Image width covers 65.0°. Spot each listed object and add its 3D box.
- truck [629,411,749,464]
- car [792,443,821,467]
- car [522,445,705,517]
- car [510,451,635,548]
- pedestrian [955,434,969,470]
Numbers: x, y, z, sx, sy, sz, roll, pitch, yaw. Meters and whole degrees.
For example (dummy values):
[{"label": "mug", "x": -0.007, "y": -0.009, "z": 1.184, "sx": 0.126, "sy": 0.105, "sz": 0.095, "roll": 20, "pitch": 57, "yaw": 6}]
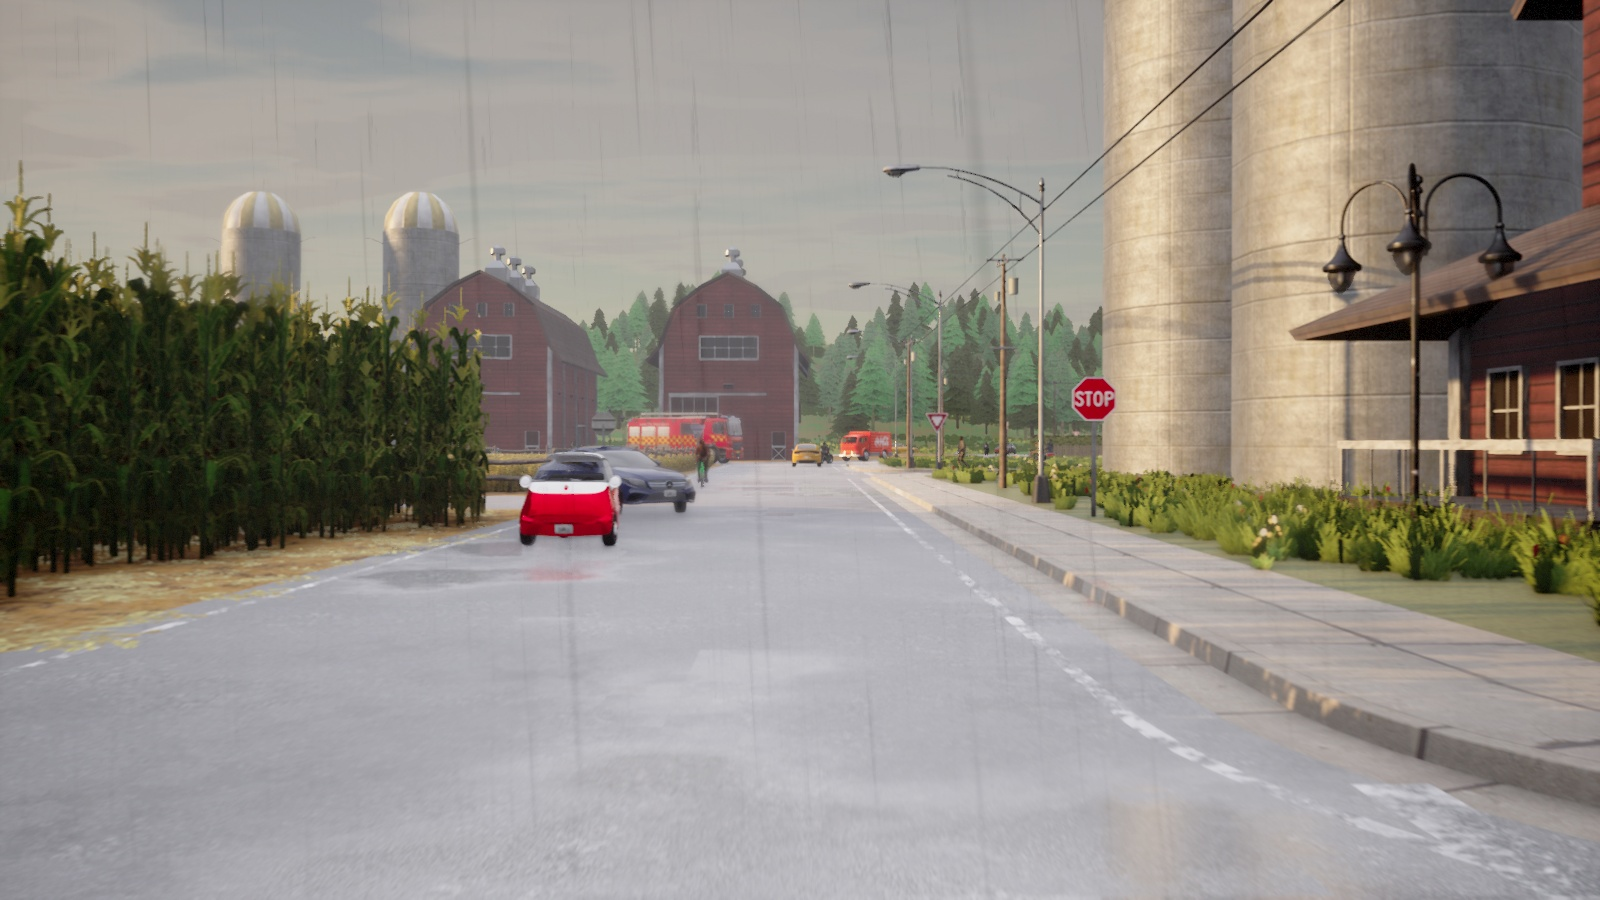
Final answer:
[{"label": "truck", "x": -8.333, "y": -0.924, "z": 94.040, "sx": 8.468, "sy": 3.827, "sz": 2.891, "roll": 0, "pitch": 0, "yaw": 18}, {"label": "car", "x": 0.435, "y": 0.302, "z": 82.933, "sx": 1.882, "sy": 1.535, "sz": 5.008, "roll": 0, "pitch": 0, "yaw": 0}, {"label": "car", "x": -4.205, "y": 0.624, "z": 27.779, "sx": 1.812, "sy": 1.442, "sz": 4.674, "roll": 0, "pitch": 0, "yaw": -40}, {"label": "car", "x": -3.383, "y": 0.702, "z": 19.011, "sx": 1.481, "sy": 1.376, "sz": 2.207, "roll": 0, "pitch": 0, "yaw": 0}, {"label": "pedestrian", "x": 8.664, "y": 0.086, "z": 67.149, "sx": 0.692, "sy": 1.930, "sz": 0.396, "roll": 0, "pitch": 0, "yaw": -9}]
